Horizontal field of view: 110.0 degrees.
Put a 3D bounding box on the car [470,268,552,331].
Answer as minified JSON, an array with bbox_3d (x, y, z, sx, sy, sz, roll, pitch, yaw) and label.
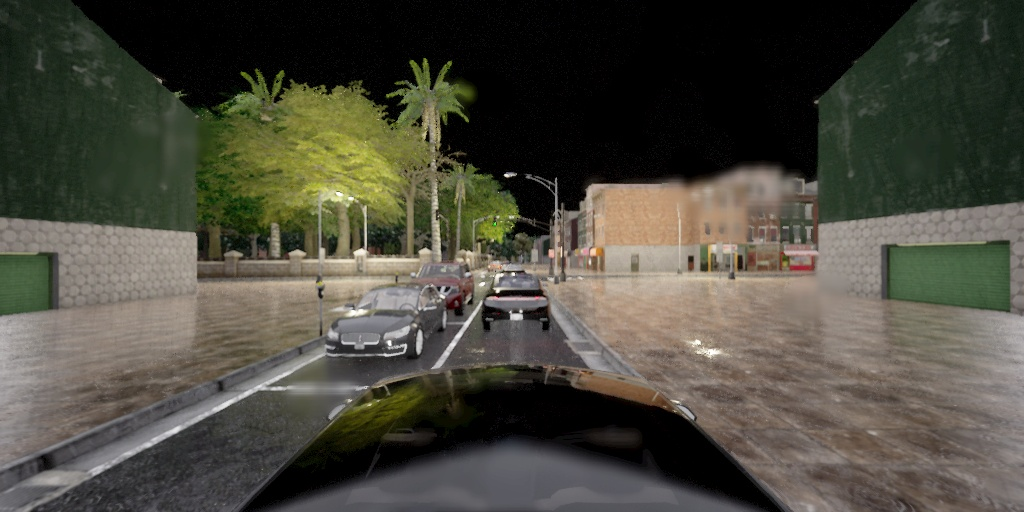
[{"bbox_3d":[0.124,1.284,11.134,2.128,1.511,4.902,0,0,0],"label":"car"}]

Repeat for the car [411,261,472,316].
[{"bbox_3d":[-2.601,1.122,13.813,2.192,1.841,5.009,0,0,0],"label":"car"}]

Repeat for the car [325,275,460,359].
[{"bbox_3d":[-2.619,1.331,8.350,2.007,1.370,4.403,0,0,0],"label":"car"}]

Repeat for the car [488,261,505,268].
[{"bbox_3d":[-2.477,1.518,51.958,1.967,1.591,4.097,0,0,0],"label":"car"}]

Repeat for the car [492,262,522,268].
[{"bbox_3d":[-0.074,1.367,25.360,2.128,1.511,4.902,0,0,-5],"label":"car"}]
